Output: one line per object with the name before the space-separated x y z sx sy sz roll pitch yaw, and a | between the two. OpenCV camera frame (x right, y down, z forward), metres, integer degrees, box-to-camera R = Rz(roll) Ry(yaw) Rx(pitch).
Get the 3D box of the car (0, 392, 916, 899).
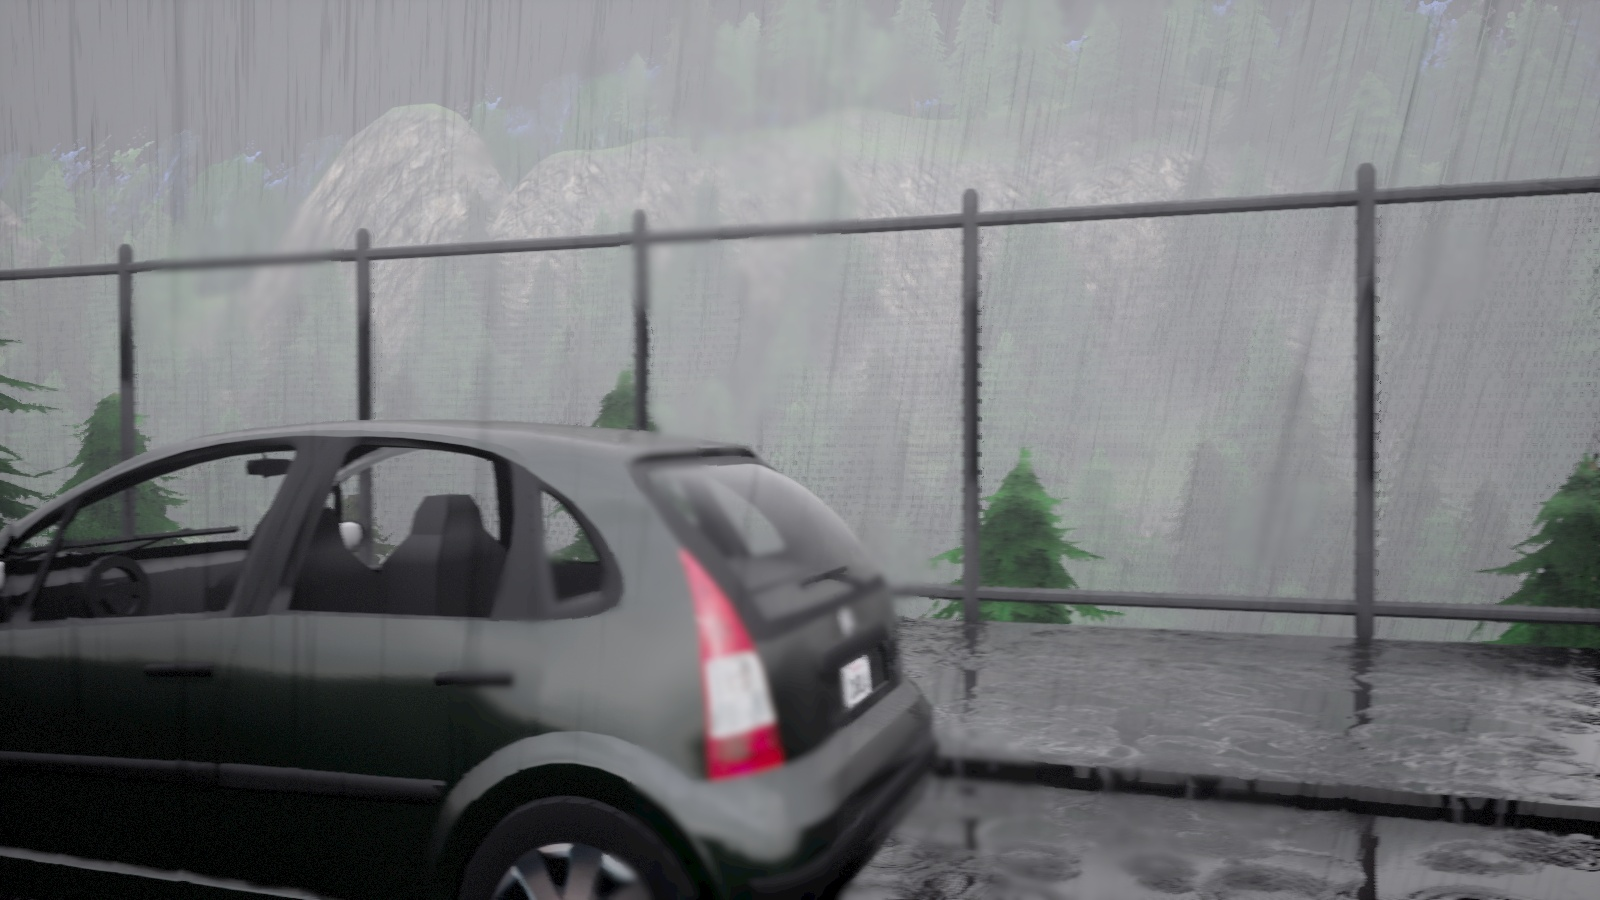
car | -1.770 0.649 4.312 3.988 1.617 1.851 1 1 19
